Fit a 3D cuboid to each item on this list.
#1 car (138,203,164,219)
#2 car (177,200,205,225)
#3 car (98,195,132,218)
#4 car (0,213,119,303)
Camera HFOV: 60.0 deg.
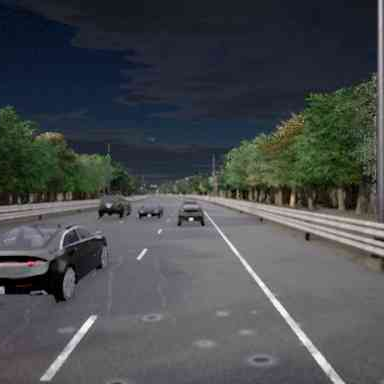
[{"bbox_3d":[-3.605,1.692,30.165,1.895,1.301,4.718,0,0,0],"label":"car"},{"bbox_3d":[-0.066,1.572,24.618,1.837,1.490,4.892,0,0,0],"label":"car"},{"bbox_3d":[-7.111,1.324,31.011,2.150,2.045,5.566,0,0,0],"label":"car"},{"bbox_3d":[-3.451,1.522,8.275,2.128,1.511,4.902,0,0,0],"label":"car"}]
